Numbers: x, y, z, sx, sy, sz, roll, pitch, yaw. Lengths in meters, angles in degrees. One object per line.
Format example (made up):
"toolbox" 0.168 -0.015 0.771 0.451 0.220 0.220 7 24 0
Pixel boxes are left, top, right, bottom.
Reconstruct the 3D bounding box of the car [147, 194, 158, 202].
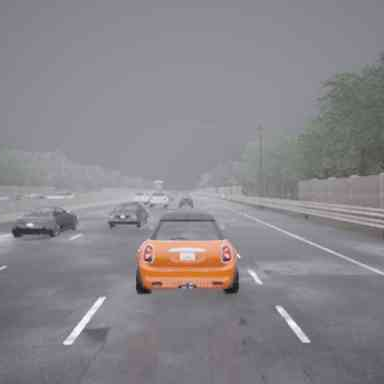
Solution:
"car" -8.170 1.217 68.562 1.812 1.442 4.674 0 0 -1

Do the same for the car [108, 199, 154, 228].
"car" -3.836 1.400 20.703 2.033 1.411 5.357 0 0 -1

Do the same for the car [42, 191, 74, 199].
"car" -18.337 0.939 46.627 2.150 2.045 5.566 0 0 0

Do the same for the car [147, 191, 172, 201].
"car" -4.242 0.981 43.987 2.150 2.045 5.566 0 0 -1

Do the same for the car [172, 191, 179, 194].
"car" -5.018 1.206 88.634 1.895 1.301 4.718 0 0 -1

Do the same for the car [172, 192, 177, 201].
"car" -4.670 1.295 68.692 1.895 1.301 4.718 0 0 -1

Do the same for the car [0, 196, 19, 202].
"car" -25.335 1.272 46.772 1.994 1.385 4.181 0 0 0

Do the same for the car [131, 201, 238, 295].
"car" -0.126 1.285 8.727 2.097 1.767 4.553 0 0 -1

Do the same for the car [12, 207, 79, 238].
"car" -7.271 1.430 16.893 1.994 1.385 4.181 0 0 -1

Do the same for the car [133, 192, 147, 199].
"car" -7.883 0.955 52.173 2.150 2.045 5.566 0 0 -1

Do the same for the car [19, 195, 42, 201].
"car" -21.838 1.220 46.771 1.837 1.490 4.892 0 0 0

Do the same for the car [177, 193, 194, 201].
"car" -0.754 1.270 44.753 1.837 1.490 4.892 0 0 -1
